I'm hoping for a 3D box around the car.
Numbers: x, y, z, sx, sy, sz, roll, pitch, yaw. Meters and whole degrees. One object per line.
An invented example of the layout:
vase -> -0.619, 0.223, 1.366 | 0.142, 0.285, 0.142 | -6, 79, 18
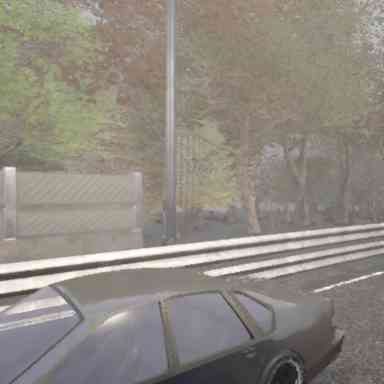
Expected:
car -> -0.703, 1.548, 3.180 | 5.357, 1.411, 2.033 | 0, 0, -36
